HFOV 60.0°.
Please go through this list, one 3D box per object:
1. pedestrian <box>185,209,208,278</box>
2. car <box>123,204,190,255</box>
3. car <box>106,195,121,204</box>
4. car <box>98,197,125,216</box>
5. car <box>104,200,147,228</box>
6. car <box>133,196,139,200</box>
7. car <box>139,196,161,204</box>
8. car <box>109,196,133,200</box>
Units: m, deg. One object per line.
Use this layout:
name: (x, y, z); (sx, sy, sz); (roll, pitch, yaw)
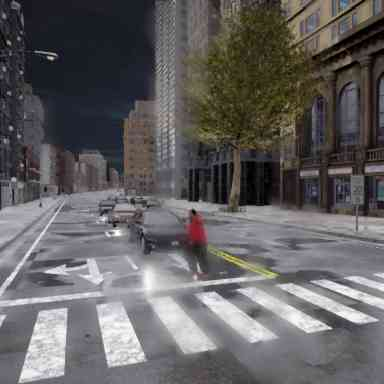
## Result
pedestrian: (0.093, 1.284, 8.606); (0.375, 1.860, 0.375); (-1, 1, -20)
car: (-1.418, 1.461, 13.613); (1.882, 1.535, 5.008); (0, 0, -20)
car: (-13.868, 1.361, 58.379); (2.033, 1.411, 5.357); (0, 0, -19)
car: (-8.180, 1.486, 32.433); (2.033, 1.411, 5.357); (0, 0, -19)
car: (-4.597, 1.494, 22.452); (1.812, 1.442, 4.674); (0, 0, -20)
car: (-8.857, 1.333, 53.767); (2.128, 1.511, 4.902); (0, 0, -20)
car: (-5.415, 1.455, 44.369); (1.994, 1.385, 4.181); (0, 0, -19)
car: (-10.497, 1.356, 49.020); (2.128, 1.511, 4.902); (0, 0, -20)
